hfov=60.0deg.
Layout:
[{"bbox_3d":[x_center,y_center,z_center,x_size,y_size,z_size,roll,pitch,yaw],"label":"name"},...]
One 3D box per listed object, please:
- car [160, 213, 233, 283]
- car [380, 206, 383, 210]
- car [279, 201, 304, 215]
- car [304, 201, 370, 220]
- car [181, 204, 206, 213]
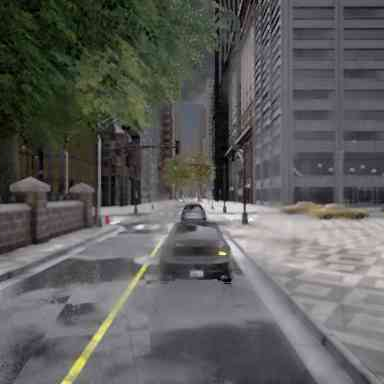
[{"bbox_3d":[0.107,1.617,9.993,1.837,1.490,4.892,0,0,0],"label":"car"},{"bbox_3d":[23.408,1.524,36.602,4.829,1.417,1.752,-1,0,0],"label":"car"},{"bbox_3d":[12.067,1.709,36.653,4.829,1.417,1.752,-1,0,0],"label":"car"},{"bbox_3d":[12.377,1.634,28.127,4.829,1.417,1.752,-1,0,0],"label":"car"},{"bbox_3d":[0.119,1.735,27.089,2.033,1.649,4.856,0,0,0],"label":"car"}]
